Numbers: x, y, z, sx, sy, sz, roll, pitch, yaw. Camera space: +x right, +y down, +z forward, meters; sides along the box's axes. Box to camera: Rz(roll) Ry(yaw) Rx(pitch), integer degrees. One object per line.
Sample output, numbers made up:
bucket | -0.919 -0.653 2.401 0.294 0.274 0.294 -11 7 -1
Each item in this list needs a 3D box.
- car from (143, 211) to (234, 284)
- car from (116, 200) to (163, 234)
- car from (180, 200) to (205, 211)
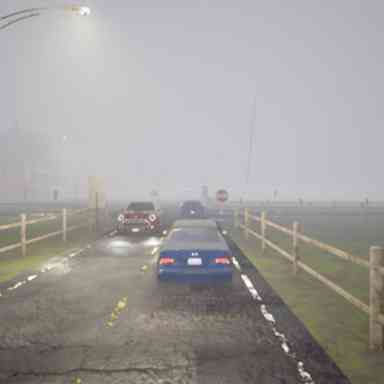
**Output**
car | 0.078 1.506 9.536 2.033 1.411 5.357 0 0 1
car | -2.783 1.274 18.588 2.097 1.767 4.553 0 0 0
car | 0.044 1.370 27.274 1.882 1.535 5.008 -1 0 0
